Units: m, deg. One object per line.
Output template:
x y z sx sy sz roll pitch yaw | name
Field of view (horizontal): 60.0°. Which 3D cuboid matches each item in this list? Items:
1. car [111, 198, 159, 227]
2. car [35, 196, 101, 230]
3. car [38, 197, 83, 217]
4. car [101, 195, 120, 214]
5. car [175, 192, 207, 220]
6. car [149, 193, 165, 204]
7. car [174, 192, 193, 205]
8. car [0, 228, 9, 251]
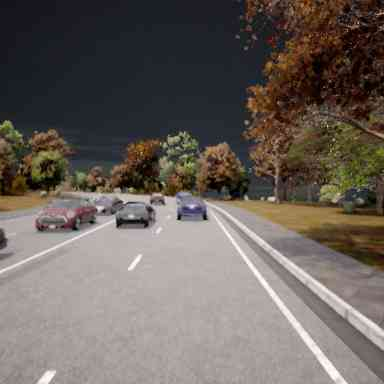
-3.404 1.288 20.666 1.994 1.385 4.181 0 1 0 | car
-7.002 1.112 18.895 2.097 1.767 4.553 0 1 0 | car
-10.571 1.154 27.055 1.994 1.385 4.181 0 1 0 | car
-7.069 1.065 27.859 2.128 1.511 4.902 0 1 0 | car
0.006 0.996 24.585 2.097 1.767 4.553 0 1 0 | car
-4.568 0.804 42.826 1.812 1.442 4.674 0 1 -8 | car
-1.146 0.770 43.345 1.882 1.535 5.008 0 1 -8 | car
-7.039 1.496 8.734 2.033 1.411 5.357 0 1 1 | car
